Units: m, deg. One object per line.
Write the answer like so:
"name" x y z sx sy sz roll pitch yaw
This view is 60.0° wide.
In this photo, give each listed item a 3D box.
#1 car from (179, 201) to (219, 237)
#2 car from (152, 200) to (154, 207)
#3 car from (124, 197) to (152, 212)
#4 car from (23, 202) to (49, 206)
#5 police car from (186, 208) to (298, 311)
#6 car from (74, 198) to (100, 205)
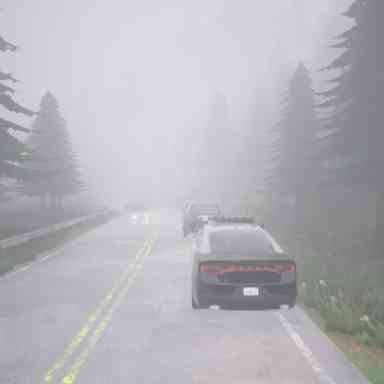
"car" 0.530 1.300 17.938 2.097 1.767 4.553 0 0 -3
"car" -6.997 1.427 46.081 1.837 1.490 4.892 -3 1 -35
"car" -6.394 1.587 38.068 1.895 1.301 4.718 -2 0 -22
"car" -26.304 2.365 56.234 5.357 1.411 2.033 -3 3 27
"police car" 0.905 1.403 7.967 1.930 1.638 5.238 0 0 -1
"car" -17.589 1.729 55.356 4.902 1.511 2.128 -3 3 27
